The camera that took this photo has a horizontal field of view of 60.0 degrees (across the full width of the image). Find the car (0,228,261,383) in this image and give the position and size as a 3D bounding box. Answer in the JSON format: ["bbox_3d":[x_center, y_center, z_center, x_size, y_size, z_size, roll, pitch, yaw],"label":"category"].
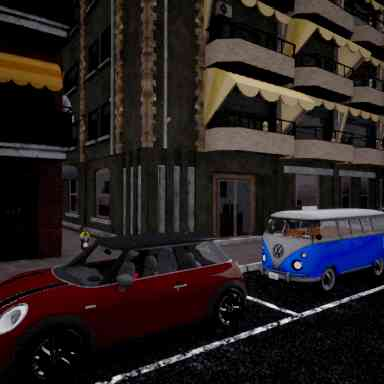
[{"bbox_3d":[-1.108,1.440,5.304,4.097,1.590,1.967,0,0,-36],"label":"car"}]

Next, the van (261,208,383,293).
[{"bbox_3d":[3.524,1.343,8.609,3.998,1.788,1.690,0,0,-36],"label":"van"}]
